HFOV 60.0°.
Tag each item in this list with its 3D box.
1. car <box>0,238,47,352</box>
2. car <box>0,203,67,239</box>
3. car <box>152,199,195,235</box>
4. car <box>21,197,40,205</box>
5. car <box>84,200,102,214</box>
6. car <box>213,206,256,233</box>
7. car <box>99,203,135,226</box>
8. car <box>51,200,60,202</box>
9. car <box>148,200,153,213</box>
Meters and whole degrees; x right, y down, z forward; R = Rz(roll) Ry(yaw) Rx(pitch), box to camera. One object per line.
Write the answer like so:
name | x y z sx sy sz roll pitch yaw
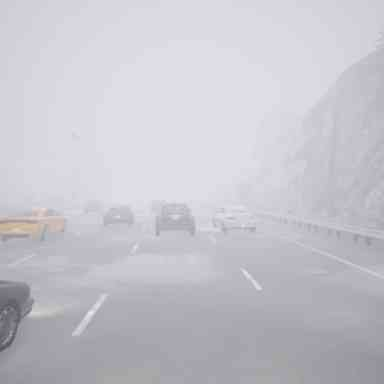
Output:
car | -3.492 1.557 3.078 2.033 1.411 5.357 0 0 -1
car | -7.843 1.503 16.863 1.882 1.535 5.008 0 0 -5
car | -1.054 1.363 19.099 2.097 1.767 4.553 0 0 -6
car | -29.683 1.693 61.326 1.895 1.301 4.718 0 0 -11
car | -10.709 1.588 36.543 2.033 1.411 5.357 0 0 -10
car | 2.423 1.529 19.627 1.812 1.442 4.674 0 0 -6
car | -5.115 1.586 23.689 1.994 1.385 4.181 0 0 -7
car | -27.259 1.683 67.403 1.895 1.301 4.718 0 0 -11
car | -3.863 1.531 37.904 1.837 1.490 4.892 0 0 -10
